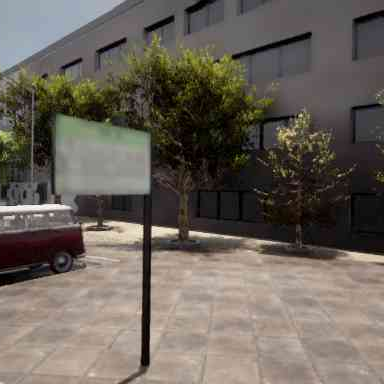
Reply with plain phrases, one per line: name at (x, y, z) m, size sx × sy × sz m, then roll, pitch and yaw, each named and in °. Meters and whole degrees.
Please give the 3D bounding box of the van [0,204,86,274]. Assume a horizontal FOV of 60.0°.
van at (-4.962, 1.361, 8.965) m, size 1.878 × 1.987 × 4.442 m, roll -2°, pitch -1°, yaw 35°
